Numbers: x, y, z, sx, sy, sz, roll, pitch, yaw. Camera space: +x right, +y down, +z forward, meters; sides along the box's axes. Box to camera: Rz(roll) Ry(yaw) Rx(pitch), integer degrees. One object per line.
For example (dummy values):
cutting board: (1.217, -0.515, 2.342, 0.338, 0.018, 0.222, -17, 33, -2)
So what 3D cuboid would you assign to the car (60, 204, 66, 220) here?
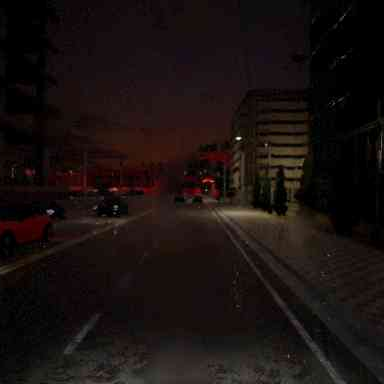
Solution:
car: (-10.228, 1.299, 22.800, 1.812, 1.442, 4.674, 1, 0, 1)

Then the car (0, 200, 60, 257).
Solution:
car: (-6.918, 1.202, 12.143, 2.097, 1.767, 4.553, 1, 0, 1)

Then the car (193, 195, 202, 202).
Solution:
car: (1.253, 1.435, 75.376, 1.895, 1.301, 4.718, 1, 0, 1)

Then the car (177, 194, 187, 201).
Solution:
car: (-2.245, 1.295, 75.405, 1.812, 1.442, 4.674, 1, 0, 1)

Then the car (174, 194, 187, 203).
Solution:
car: (-2.423, 1.338, 64.986, 1.882, 1.535, 5.008, 1, 0, 1)

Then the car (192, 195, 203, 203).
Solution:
car: (1.082, 1.493, 65.343, 1.994, 1.385, 4.181, 1, 0, 1)

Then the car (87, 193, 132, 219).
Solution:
car: (-6.627, 1.190, 27.460, 2.097, 1.767, 4.553, 1, 0, 1)
